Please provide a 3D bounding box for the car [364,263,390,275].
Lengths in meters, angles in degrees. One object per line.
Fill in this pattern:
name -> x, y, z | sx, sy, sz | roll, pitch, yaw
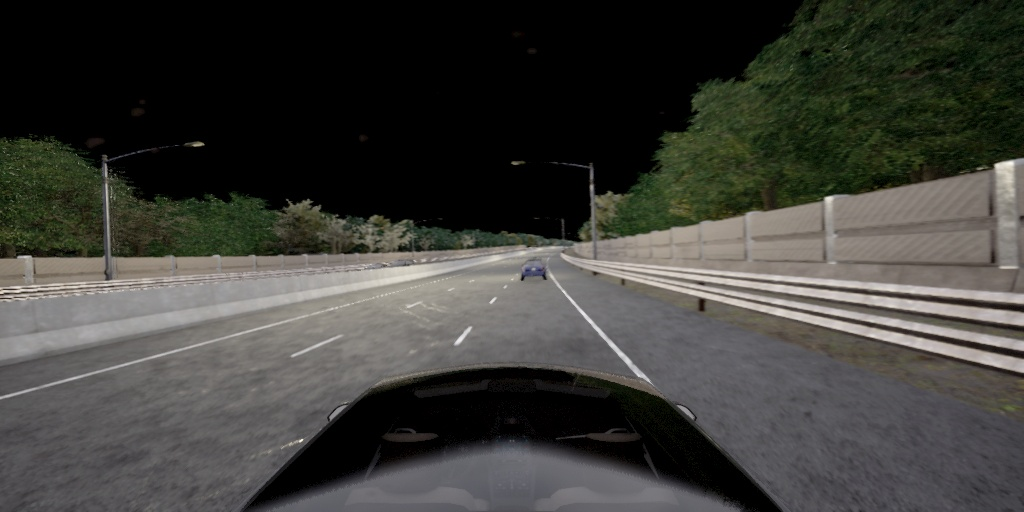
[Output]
car -> -20.846, 1.955, 55.668 | 1.837, 1.490, 4.892 | -2, 1, 5

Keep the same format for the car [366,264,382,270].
car -> -17.983, 1.910, 48.518 | 1.837, 1.490, 4.892 | -2, 1, 5

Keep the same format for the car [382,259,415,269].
car -> -14.581, 1.497, 47.432 | 2.150, 2.045, 5.566 | -2, 1, 5

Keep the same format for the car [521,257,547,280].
car -> 1.887, 1.066, 31.096 | 2.097, 1.767, 4.553 | -2, 0, 4
